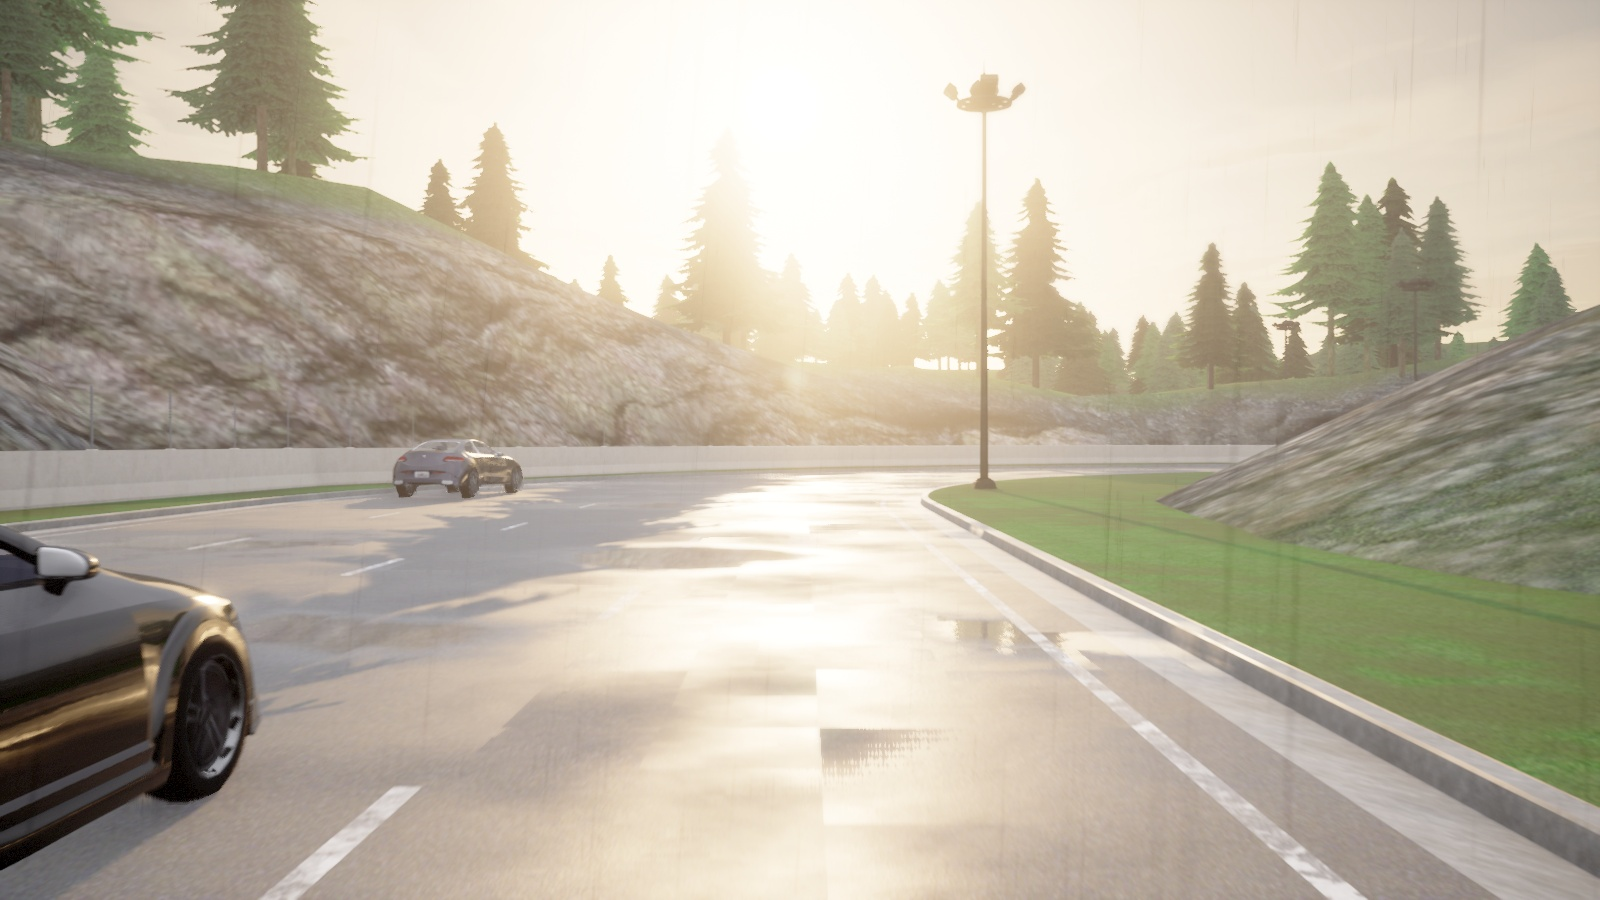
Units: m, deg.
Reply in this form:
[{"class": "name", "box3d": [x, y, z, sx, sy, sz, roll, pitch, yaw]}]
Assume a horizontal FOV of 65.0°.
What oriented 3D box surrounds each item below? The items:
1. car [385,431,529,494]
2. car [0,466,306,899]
[{"class": "car", "box3d": [-9.684, 0.315, 35.912, 2.152, 1.651, 5.027, 0, 0, 8]}, {"class": "car", "box3d": [-3.461, 0.784, 4.141, 1.994, 1.385, 4.181, 0, 0, 0]}]
